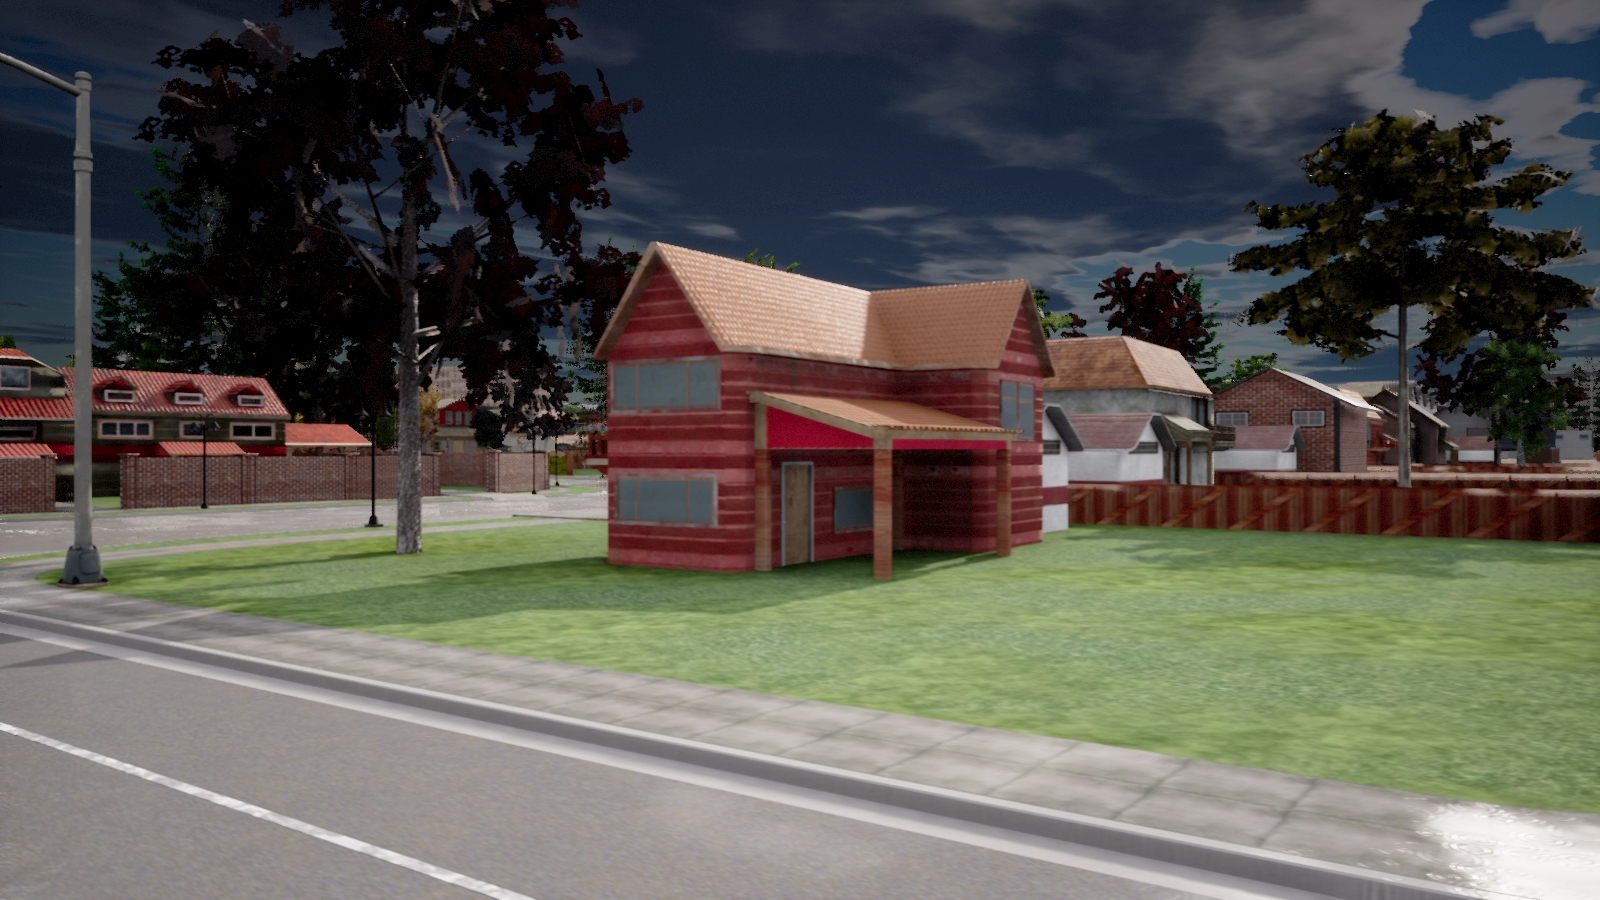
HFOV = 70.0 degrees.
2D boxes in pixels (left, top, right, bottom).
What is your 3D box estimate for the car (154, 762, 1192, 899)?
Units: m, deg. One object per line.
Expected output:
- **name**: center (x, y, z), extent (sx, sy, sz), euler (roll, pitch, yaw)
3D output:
- **car**: center (0.702, 2.106, 2.669), extent (5.357, 1.411, 2.033), euler (0, 0, 39)
